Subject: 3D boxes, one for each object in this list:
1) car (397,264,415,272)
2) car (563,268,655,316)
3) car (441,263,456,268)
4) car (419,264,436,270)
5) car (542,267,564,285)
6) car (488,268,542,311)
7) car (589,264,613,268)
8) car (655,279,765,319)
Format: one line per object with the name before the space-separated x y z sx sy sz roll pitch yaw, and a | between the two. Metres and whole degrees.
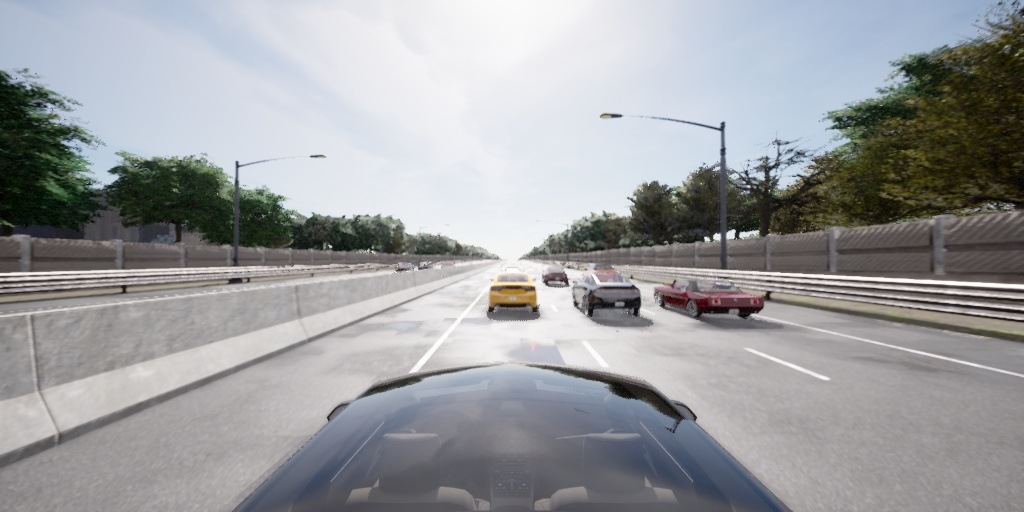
car | -17.551 1.950 59.506 1.994 1.385 4.181 0 -1 1
car | 3.544 1.396 14.158 2.128 1.511 4.902 0 -1 0
car | -10.557 1.867 59.761 1.882 1.535 5.008 0 0 1
car | -14.049 1.988 59.526 1.895 1.301 4.718 0 -1 1
car | 3.545 1.608 29.895 1.812 1.442 4.674 0 0 0
car | 0.051 1.395 15.382 1.882 1.535 5.008 0 0 0
car | 7.041 1.425 29.101 2.097 1.767 4.553 0 -1 0
car | 7.038 1.498 13.543 1.895 1.301 4.718 0 -1 1
